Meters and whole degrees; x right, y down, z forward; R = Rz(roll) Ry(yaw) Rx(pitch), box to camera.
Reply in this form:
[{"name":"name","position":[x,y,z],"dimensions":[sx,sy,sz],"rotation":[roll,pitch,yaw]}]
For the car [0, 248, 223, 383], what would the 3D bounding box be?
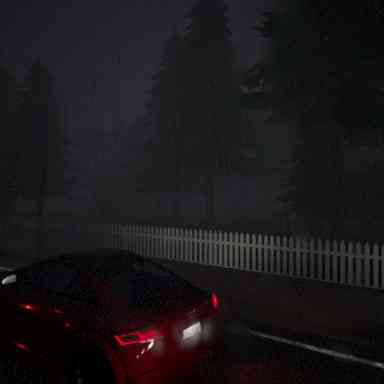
[{"name":"car","position":[-1.644,1.563,4.963],"dimensions":[4.181,1.385,1.994],"rotation":[0,0,35]}]
